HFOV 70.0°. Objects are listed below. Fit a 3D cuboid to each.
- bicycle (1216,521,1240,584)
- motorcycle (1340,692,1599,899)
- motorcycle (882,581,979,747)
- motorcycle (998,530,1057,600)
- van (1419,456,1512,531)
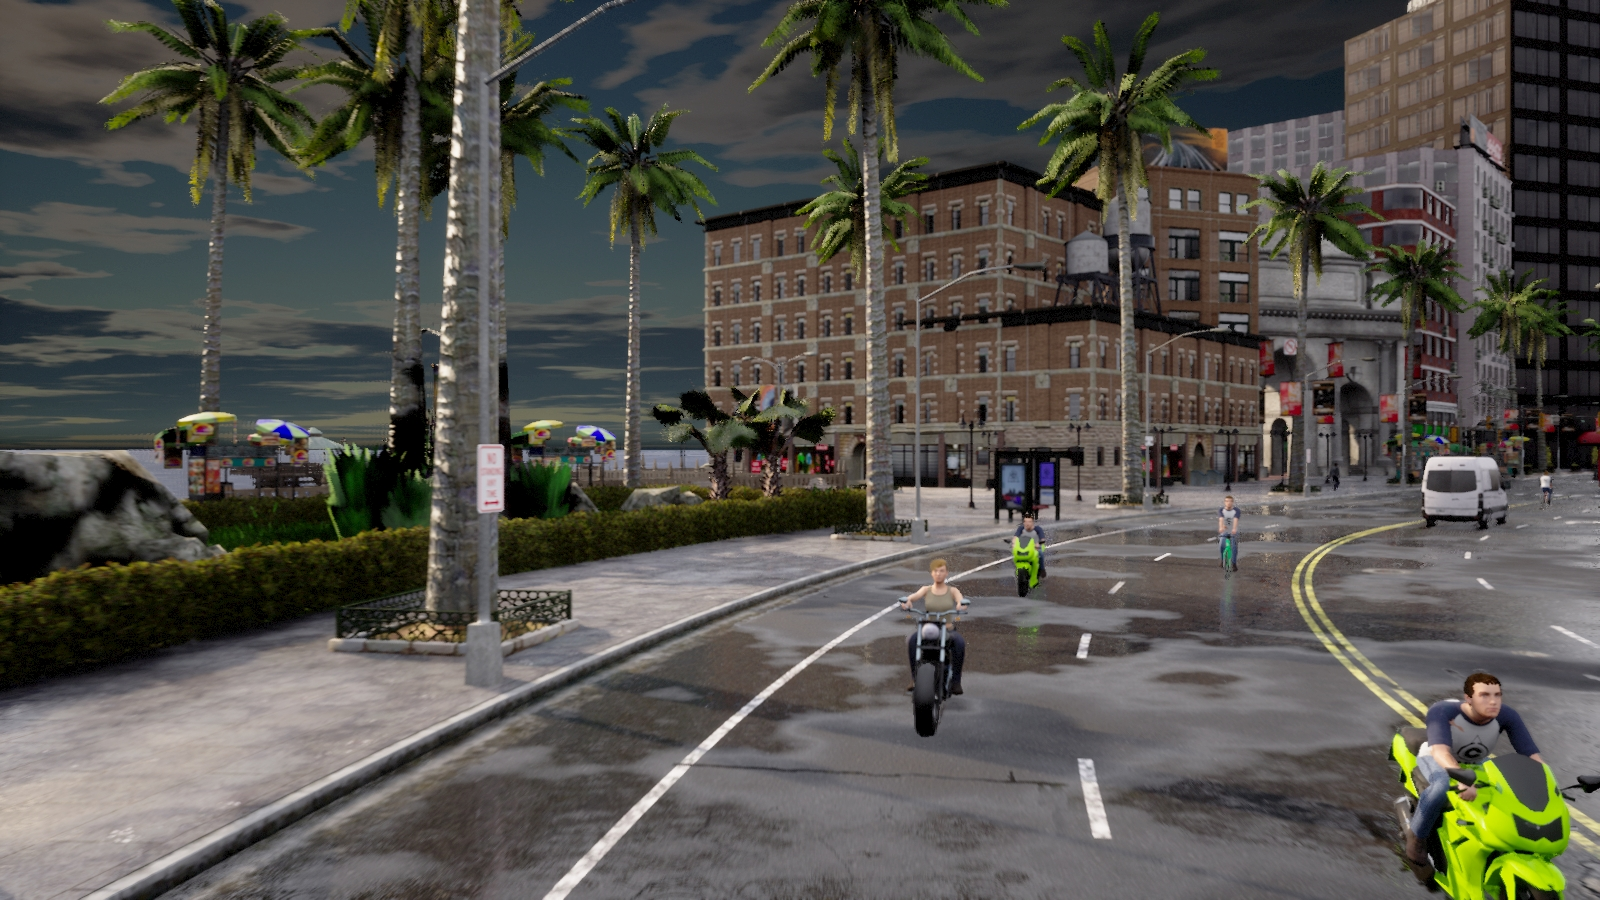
[{"bbox_3d":[9.323,2.207,24.862,0.373,1.196,1.643,0,0,24],"label":"bicycle"},{"bbox_3d":[3.913,2.213,6.670,0.803,1.145,2.033,1,0,8],"label":"motorcycle"},{"bbox_3d":[1.421,2.170,12.070,0.764,1.277,2.356,0,0,13],"label":"motorcycle"},{"bbox_3d":[4.470,2.214,22.374,0.803,1.145,2.033,0,0,21],"label":"motorcycle"},{"bbox_3d":[24.857,1.538,42.573,1.988,2.561,5.915,0,0,40],"label":"van"}]
